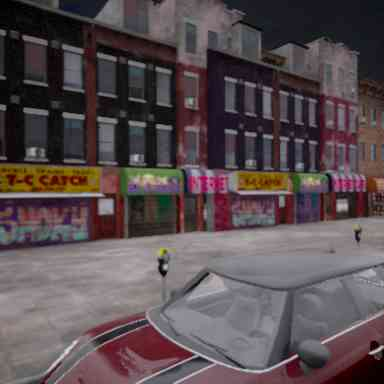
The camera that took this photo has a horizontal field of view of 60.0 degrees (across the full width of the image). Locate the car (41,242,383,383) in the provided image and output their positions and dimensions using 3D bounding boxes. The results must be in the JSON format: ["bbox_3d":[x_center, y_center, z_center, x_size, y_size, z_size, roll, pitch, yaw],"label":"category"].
[{"bbox_3d":[0.646,1.423,3.281,4.097,1.590,1.967,-1,0,-35],"label":"car"}]
